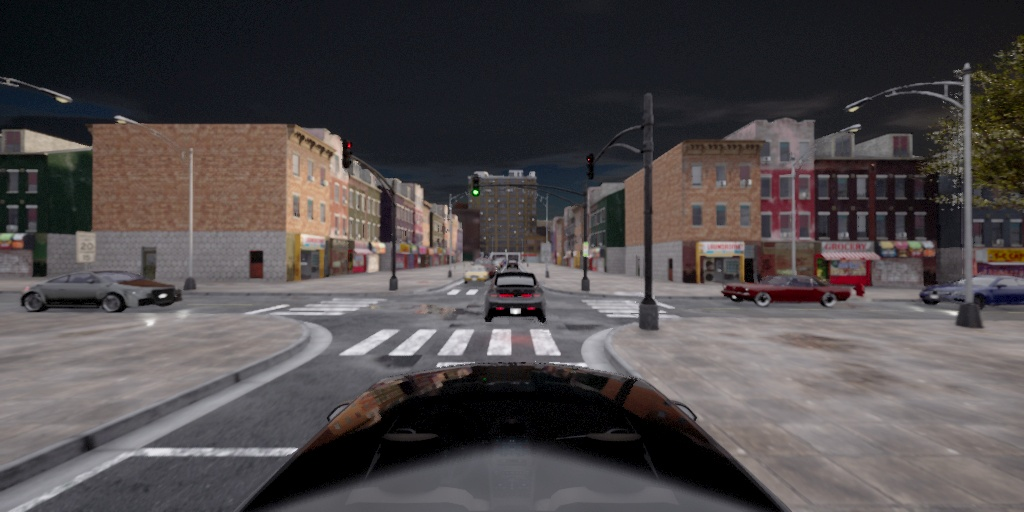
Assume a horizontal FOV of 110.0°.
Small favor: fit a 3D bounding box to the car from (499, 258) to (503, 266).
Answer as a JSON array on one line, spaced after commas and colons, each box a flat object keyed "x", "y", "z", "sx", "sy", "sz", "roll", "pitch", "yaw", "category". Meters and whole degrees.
[{"x": -2.641, "y": 1.401, "z": 54.742, "sx": 1.751, "sy": 1.417, "sz": 4.829, "roll": 0, "pitch": 0, "yaw": 0, "category": "car"}]

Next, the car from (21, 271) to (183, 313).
[{"x": -14.479, "y": 1.227, "z": 12.827, "sx": 4.181, "sy": 1.385, "sz": 1.994, "roll": 0, "pitch": 0, "yaw": 0, "category": "car"}]

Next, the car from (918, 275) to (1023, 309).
[{"x": 21.093, "y": 1.583, "z": 15.952, "sx": 4.674, "sy": 1.442, "sz": 1.812, "roll": 1, "pitch": 0, "yaw": 0, "category": "car"}]

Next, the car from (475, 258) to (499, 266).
[{"x": -2.640, "y": 1.125, "z": 33.137, "sx": 2.192, "sy": 1.841, "sz": 5.009, "roll": 0, "pitch": 0, "yaw": 0, "category": "car"}]

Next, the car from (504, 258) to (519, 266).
[{"x": 0.096, "y": 1.364, "z": 57.877, "sx": 1.882, "sy": 1.535, "sz": 5.008, "roll": 0, "pitch": 0, "yaw": 0, "category": "car"}]

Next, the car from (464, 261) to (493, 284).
[{"x": -2.639, "y": 1.322, "z": 27.524, "sx": 1.751, "sy": 1.417, "sz": 4.829, "roll": 0, "pitch": 0, "yaw": 0, "category": "car"}]

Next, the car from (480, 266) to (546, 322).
[{"x": 0.103, "y": 1.280, "z": 12.448, "sx": 1.837, "sy": 1.490, "sz": 4.892, "roll": 0, "pitch": 0, "yaw": 0, "category": "car"}]

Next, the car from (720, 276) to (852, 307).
[{"x": 11.981, "y": 1.523, "z": 15.922, "sx": 4.718, "sy": 1.301, "sz": 1.895, "roll": 1, "pitch": 0, "yaw": -3, "category": "car"}]

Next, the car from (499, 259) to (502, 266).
[{"x": -2.640, "y": 1.391, "z": 44.025, "sx": 2.007, "sy": 1.370, "sz": 4.403, "roll": 0, "pitch": 0, "yaw": 0, "category": "car"}]
